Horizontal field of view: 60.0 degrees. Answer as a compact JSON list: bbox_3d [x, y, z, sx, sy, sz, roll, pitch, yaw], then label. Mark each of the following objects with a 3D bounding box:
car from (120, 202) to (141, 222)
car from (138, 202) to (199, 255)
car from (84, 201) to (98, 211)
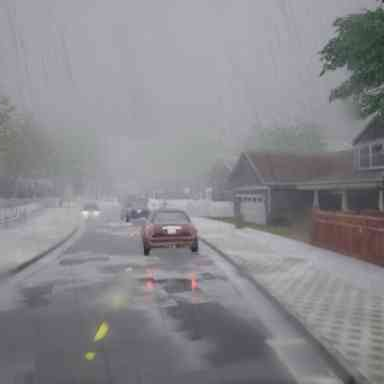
[{"bbox_3d":[-4.985,1.619,29.014,2.097,1.767,4.553,0,-1,-19],"label":"car"},{"bbox_3d":[-1.102,1.485,14.302,2.097,1.767,4.553,0,-1,-10],"label":"car"},{"bbox_3d":[-15.045,2.057,49.369,1.895,1.301,4.718,0,-1,-19],"label":"car"}]
